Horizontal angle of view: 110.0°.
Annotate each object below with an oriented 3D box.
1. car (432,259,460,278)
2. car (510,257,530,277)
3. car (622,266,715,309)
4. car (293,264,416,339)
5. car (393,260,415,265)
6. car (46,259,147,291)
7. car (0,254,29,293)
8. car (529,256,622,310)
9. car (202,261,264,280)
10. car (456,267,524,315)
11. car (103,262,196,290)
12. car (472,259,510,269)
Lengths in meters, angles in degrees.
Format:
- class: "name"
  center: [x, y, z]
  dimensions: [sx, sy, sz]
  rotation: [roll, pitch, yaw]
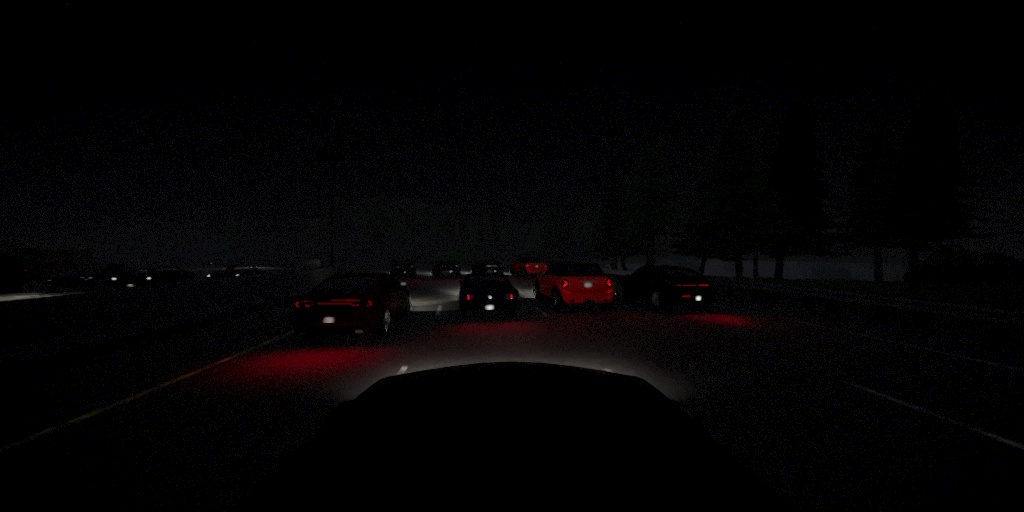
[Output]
- class: "car"
  center: [-5.702, 1.024, 30.805]
  dimensions: [2.128, 1.511, 4.902]
  rotation: [0, 0, -21]
- class: "car"
  center: [1.349, 0.854, 31.786]
  dimensions: [2.097, 1.767, 4.553]
  rotation: [0, 1, -20]
- class: "car"
  center: [5.836, 1.134, 14.288]
  dimensions: [1.837, 1.490, 4.892]
  rotation: [0, 0, -9]
- class: "car"
  center: [-4.138, 1.173, 10.049]
  dimensions: [1.882, 1.535, 5.008]
  rotation: [0, 1, -6]
- class: "car"
  center: [-9.191, 1.040, 30.177]
  dimensions: [2.128, 1.511, 4.902]
  rotation: [0, 0, -21]
- class: "car"
  center: [-24.701, 1.148, 21.368]
  dimensions: [1.882, 1.535, 5.008]
  rotation: [0, 0, -20]
- class: "car"
  center: [-26.981, 0.933, 17.210]
  dimensions: [2.150, 2.045, 5.566]
  rotation: [0, 0, -17]
- class: "car"
  center: [2.283, 0.992, 14.328]
  dimensions: [2.097, 1.767, 4.553]
  rotation: [0, 0, -9]
- class: "car"
  center: [-18.046, 1.232, 23.544]
  dimensions: [1.895, 1.301, 4.718]
  rotation: [0, 0, -19]
- class: "car"
  center: [-0.993, 1.261, 13.126]
  dimensions: [1.895, 1.301, 4.718]
  rotation: [0, 0, -8]
- class: "car"
  center: [-20.890, 1.261, 21.097]
  dimensions: [1.895, 1.301, 4.718]
  rotation: [0, 0, -18]
- class: "car"
  center: [-2.220, 1.008, 31.428]
  dimensions: [2.128, 1.511, 4.902]
  rotation: [0, 0, -20]
